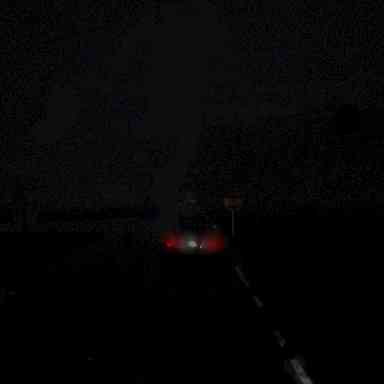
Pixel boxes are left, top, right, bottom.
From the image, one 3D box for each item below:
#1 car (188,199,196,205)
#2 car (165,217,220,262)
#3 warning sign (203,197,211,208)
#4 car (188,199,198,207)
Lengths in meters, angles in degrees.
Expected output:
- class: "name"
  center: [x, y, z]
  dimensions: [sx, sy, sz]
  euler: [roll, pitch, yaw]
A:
- class: "car"
  center: [0.012, 2.421, 83.216]
  dimensions: [1.882, 1.535, 5.008]
  euler: [0, -1, 0]
- class: "car"
  center: [0.011, 1.656, 12.532]
  dimensions: [2.033, 1.411, 5.357]
  euler: [0, -1, 0]
- class: "warning sign"
  center: [2.501, 1.771, 56.492]
  dimensions: [1.300, 1.860, 1.060]
  euler: [3, 2, 0]
- class: "car"
  center: [0.010, 2.512, 73.223]
  dimensions: [1.895, 1.301, 4.718]
  euler: [0, -1, 0]
